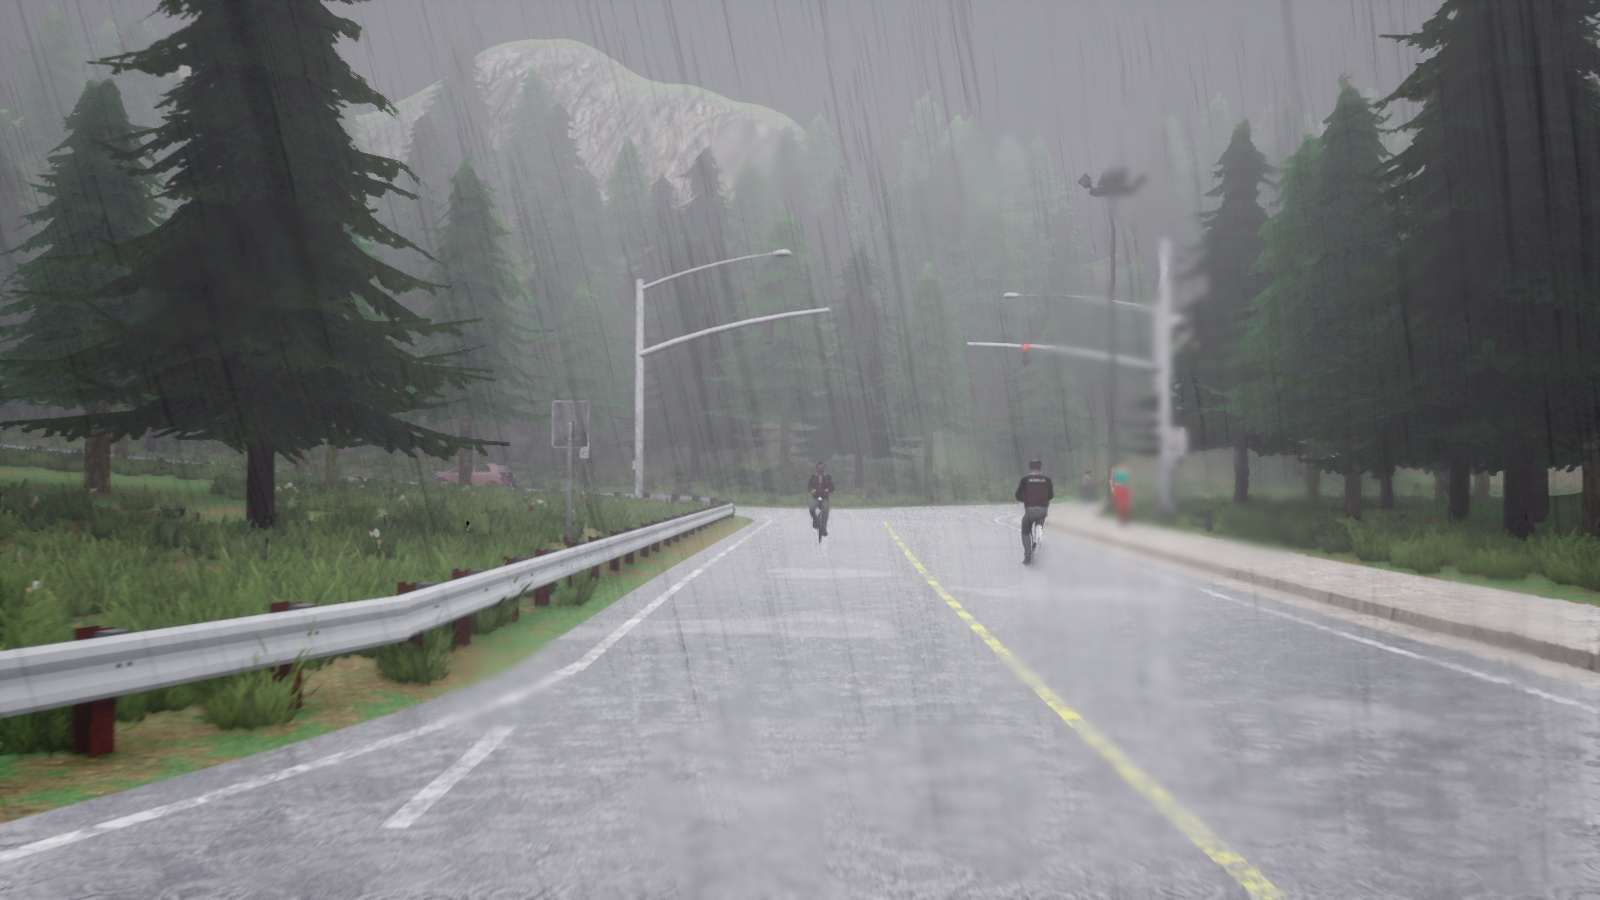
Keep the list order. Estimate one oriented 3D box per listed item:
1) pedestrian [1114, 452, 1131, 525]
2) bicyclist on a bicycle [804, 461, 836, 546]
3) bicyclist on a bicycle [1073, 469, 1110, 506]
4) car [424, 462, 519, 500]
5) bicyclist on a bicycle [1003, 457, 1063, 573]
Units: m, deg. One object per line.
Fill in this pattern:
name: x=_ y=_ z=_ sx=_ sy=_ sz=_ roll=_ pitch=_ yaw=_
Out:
pedestrian: x=8.163 y=0.976 z=31.813 sx=0.345 sy=1.836 sz=0.594 roll=0 pitch=-1 yaw=10
bicyclist on a bicycle: x=0.444 y=1.140 z=27.313 sx=0.659 sy=1.776 sz=1.843 roll=0 pitch=-1 yaw=2
bicyclist on a bicycle: x=12.819 y=1.625 z=55.282 sx=1.509 sy=1.612 sz=0.866 roll=1 pitch=-1 yaw=-41
car: x=-14.754 y=1.389 z=56.462 sx=3.633 sy=1.501 sz=1.845 roll=2 pitch=-1 yaw=15
bicyclist on a bicycle: x=3.707 y=1.007 z=20.094 sx=0.659 sy=1.776 sz=1.843 roll=0 pitch=-1 yaw=2
